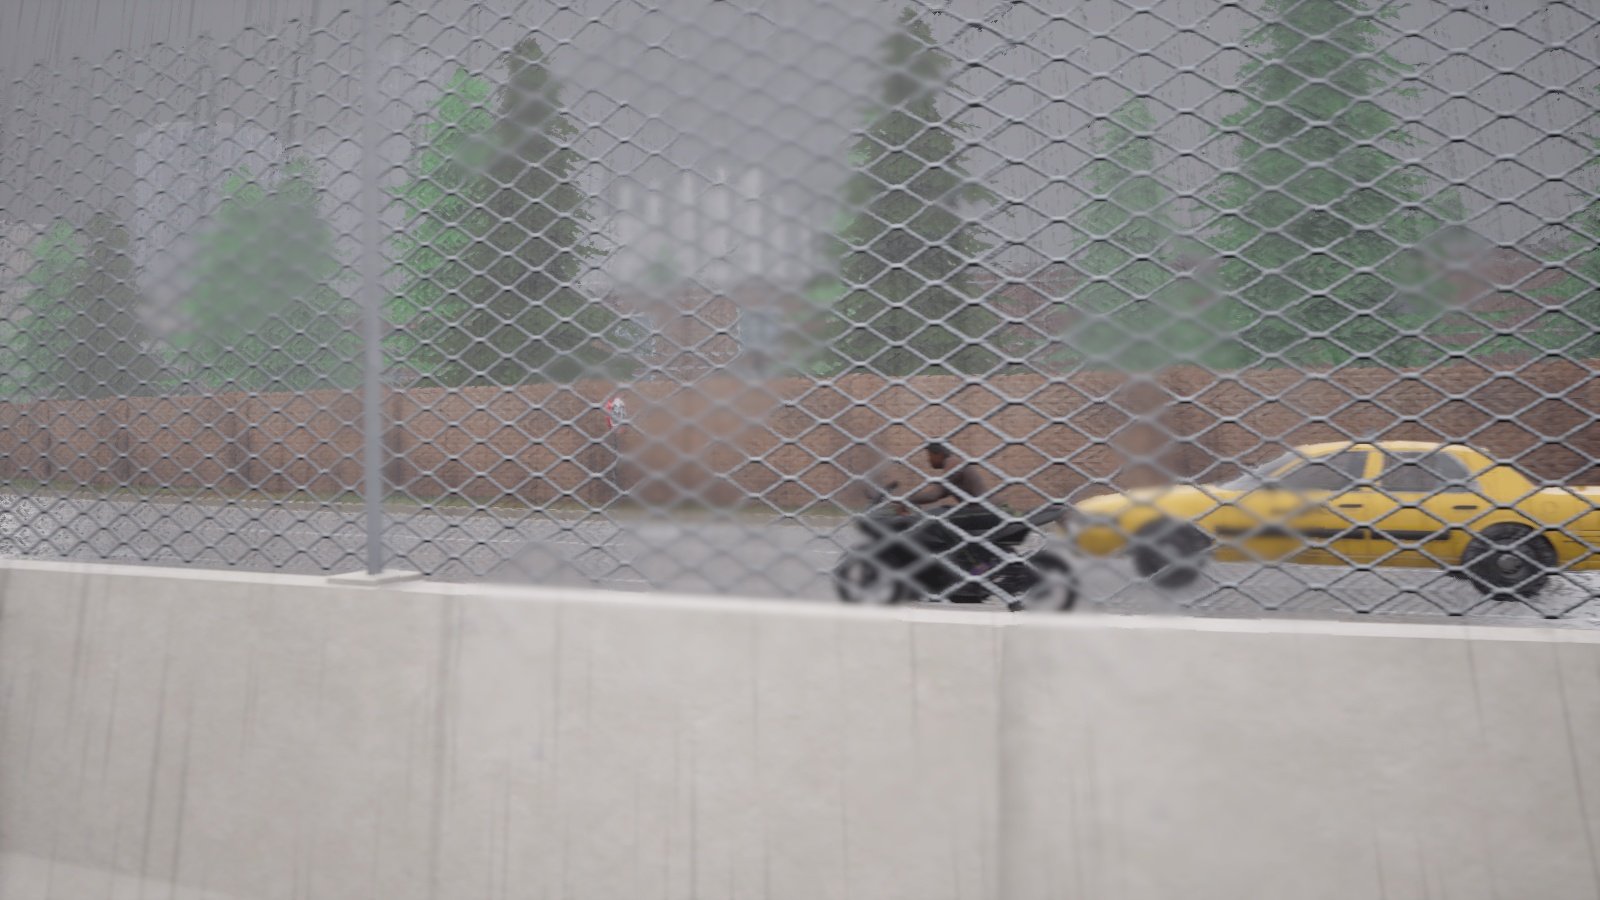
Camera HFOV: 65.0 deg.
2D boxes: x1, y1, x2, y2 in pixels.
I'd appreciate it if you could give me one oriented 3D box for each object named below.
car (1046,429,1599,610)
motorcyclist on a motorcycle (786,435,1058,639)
[{"bbox_3d":[5.263,0.589,12.475,5.366,1.575,1.801,1,1,17],"label":"car"},{"bbox_3d":[0.993,0.652,10.173,2.044,1.523,0.797,1,0,19],"label":"motorcyclist on a motorcycle"}]
